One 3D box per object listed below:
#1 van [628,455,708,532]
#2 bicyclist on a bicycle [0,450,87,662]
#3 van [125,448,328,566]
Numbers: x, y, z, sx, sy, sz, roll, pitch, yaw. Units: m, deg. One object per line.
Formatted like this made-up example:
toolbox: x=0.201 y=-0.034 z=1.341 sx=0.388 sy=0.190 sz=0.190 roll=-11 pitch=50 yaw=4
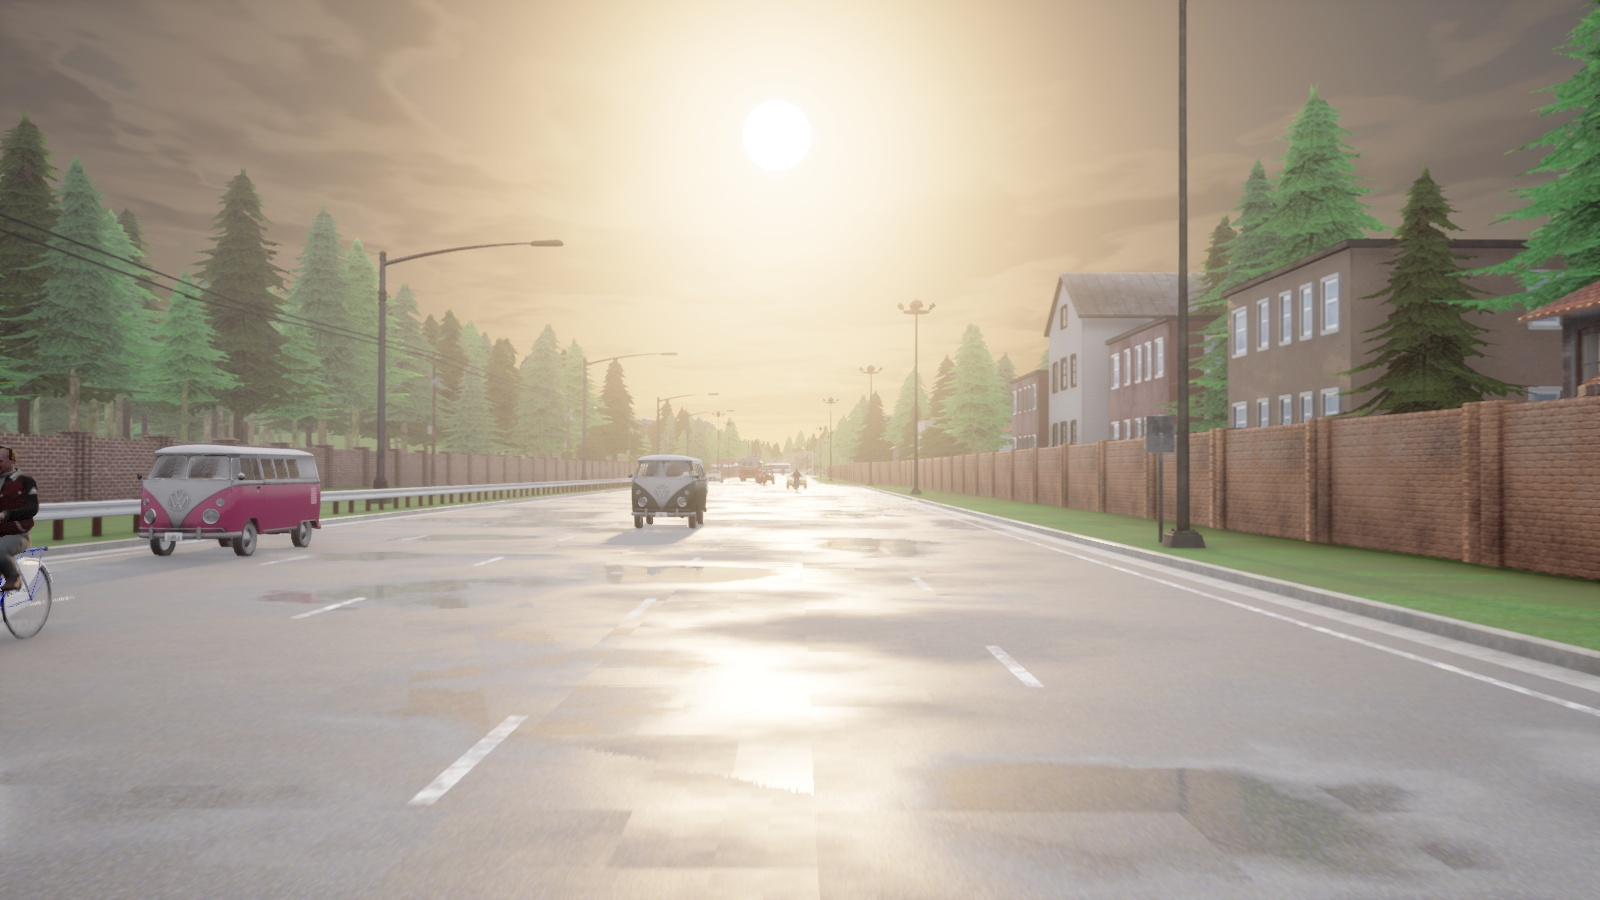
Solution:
van: x=-3.588 y=1.165 z=34.863 sx=1.775 sy=1.987 sz=4.442 roll=0 pitch=-1 yaw=0
bicyclist on a bicycle: x=-7.028 y=0.895 z=10.871 sx=0.659 sy=1.776 sz=1.843 roll=0 pitch=-1 yaw=0
van: x=-10.559 y=1.003 z=23.521 sx=1.775 sy=1.987 sz=4.442 roll=0 pitch=-1 yaw=0
